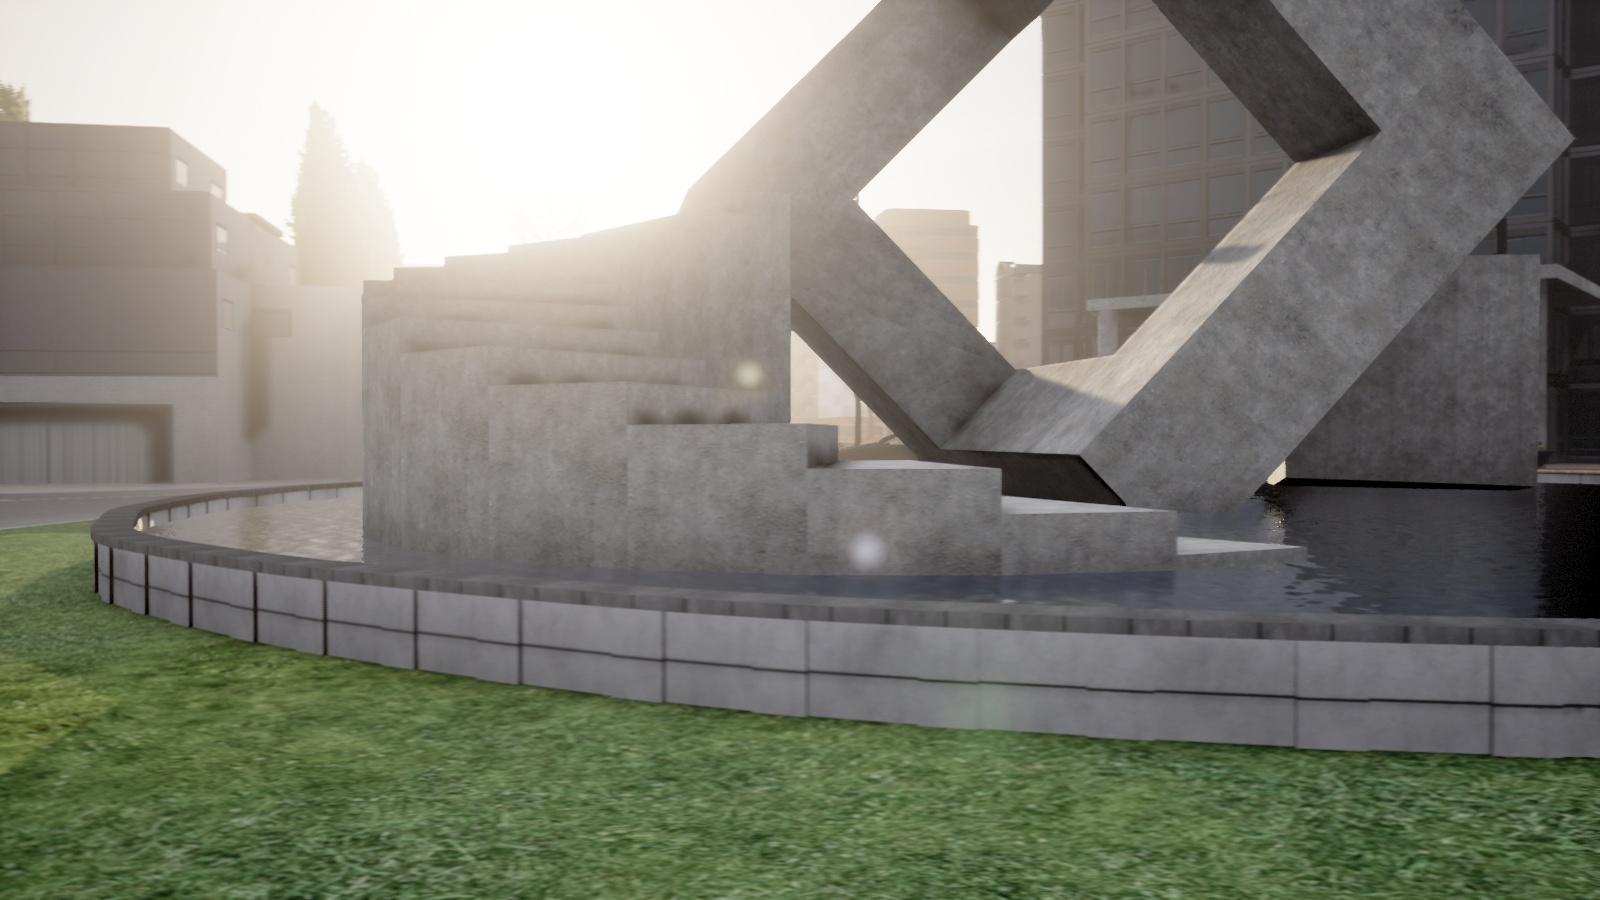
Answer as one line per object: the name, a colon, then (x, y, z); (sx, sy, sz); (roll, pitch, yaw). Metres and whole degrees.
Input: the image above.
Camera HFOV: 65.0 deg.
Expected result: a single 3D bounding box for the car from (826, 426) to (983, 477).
car: (3.425, 0.042, 41.886); (5.027, 1.651, 2.152); (0, 1, 0)
